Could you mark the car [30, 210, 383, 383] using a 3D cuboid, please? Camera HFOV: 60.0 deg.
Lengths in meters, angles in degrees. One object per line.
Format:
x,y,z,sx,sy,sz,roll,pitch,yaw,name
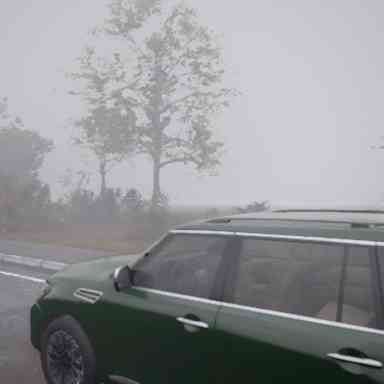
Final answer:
0.685,1.210,3.363,5.566,2.045,2.150,0,0,35,car
